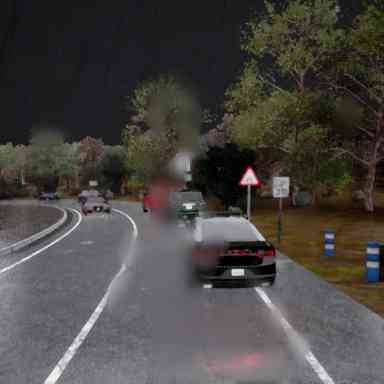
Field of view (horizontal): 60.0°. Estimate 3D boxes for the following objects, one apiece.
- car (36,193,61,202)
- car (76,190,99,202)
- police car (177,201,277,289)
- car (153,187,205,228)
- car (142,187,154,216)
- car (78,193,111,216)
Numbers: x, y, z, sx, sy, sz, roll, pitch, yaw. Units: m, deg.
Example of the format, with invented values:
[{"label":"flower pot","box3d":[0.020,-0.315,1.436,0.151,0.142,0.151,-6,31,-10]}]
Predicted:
[{"label":"car","box3d":[-23.779,0.861,54.967,4.718,1.301,1.895,-2,4,38]},{"label":"car","box3d":[-13.982,0.494,44.934,2.097,1.767,4.553,-5,3,-39]},{"label":"police car","box3d":[0.719,1.291,9.043,1.930,1.638,5.238,0,2,-4]},{"label":"car","box3d":[-0.715,0.799,19.262,2.150,2.045,5.566,-1,2,-12]},{"label":"car","box3d":[-2.361,0.636,25.312,2.150,2.045,5.566,-2,2,-18]},{"label":"car","box3d":[-7.794,1.080,26.910,1.994,1.385,4.181,-2,2,-22]}]
